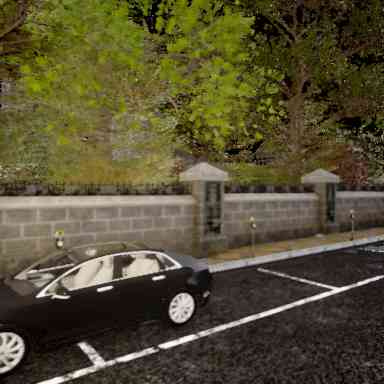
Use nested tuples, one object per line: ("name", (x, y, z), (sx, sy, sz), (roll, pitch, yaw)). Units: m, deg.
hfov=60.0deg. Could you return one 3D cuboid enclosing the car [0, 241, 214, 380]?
("car", (-1.647, 1.540, 5.377), (4.403, 1.369, 2.008), (0, 1, -35))
